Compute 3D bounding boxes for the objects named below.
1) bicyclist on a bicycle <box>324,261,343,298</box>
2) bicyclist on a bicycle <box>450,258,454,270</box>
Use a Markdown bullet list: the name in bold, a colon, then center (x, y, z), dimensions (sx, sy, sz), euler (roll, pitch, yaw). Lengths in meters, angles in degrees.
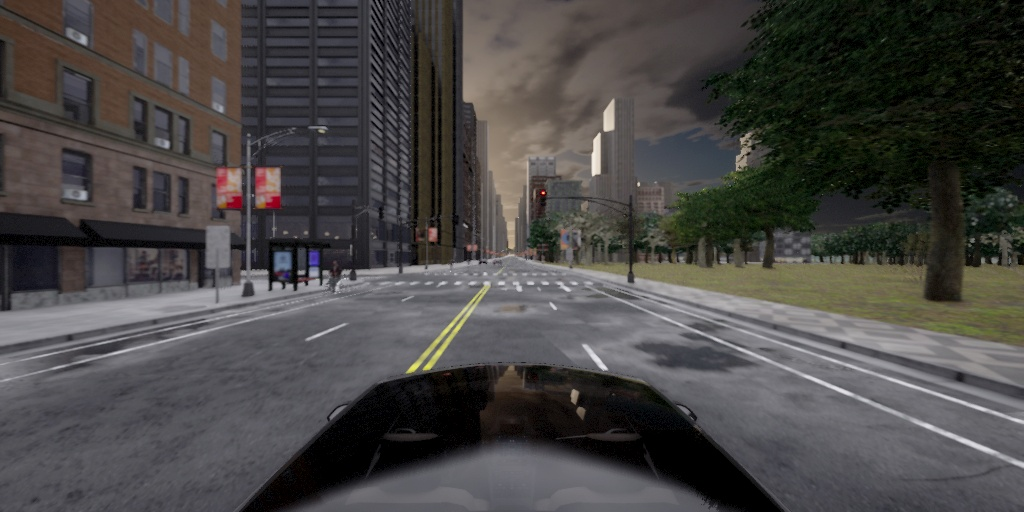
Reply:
- **bicyclist on a bicycle**: center (-8.743, 1.110, 17.559), dimensions (0.659, 1.776, 1.843), euler (0, 0, 0)
- **bicyclist on a bicycle**: center (-8.730, 1.214, 51.819), dimensions (0.659, 1.776, 1.843), euler (0, -1, 0)
